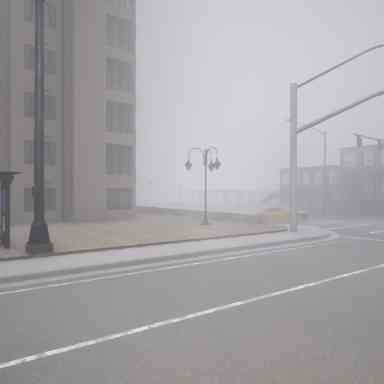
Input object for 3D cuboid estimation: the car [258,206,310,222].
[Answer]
[{"bbox_3d":[8.264,1.995,30.272,1.882,1.535,5.008,0,-4,-36],"label":"car"}]
